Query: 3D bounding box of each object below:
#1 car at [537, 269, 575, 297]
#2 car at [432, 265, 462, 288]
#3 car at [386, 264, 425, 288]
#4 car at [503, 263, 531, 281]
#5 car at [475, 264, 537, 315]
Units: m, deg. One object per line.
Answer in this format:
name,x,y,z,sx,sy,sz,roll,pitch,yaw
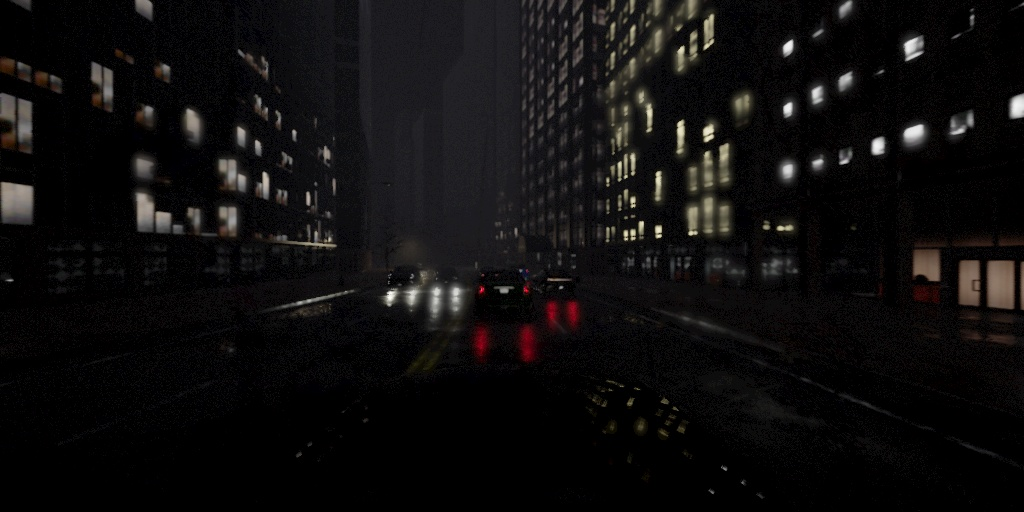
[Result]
car,2.389,1.504,21.295,2.128,1.511,4.902,0,-1,-5
car,-5.105,1.664,28.568,1.812,1.442,4.674,0,-1,-7
car,-8.313,1.493,27.932,2.097,1.767,4.553,0,-1,-7
car,0.429,1.583,37.180,2.097,1.767,4.553,0,-1,-9
car,-0.395,1.285,14.694,2.097,1.767,4.553,0,-1,-3
